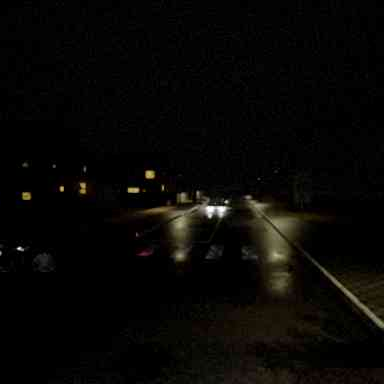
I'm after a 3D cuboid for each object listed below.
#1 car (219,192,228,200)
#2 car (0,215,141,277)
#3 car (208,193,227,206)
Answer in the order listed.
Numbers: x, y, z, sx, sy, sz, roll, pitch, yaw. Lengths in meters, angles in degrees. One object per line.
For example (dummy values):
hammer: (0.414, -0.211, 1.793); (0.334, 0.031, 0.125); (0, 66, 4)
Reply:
car: (5.709, 0.767, 62.609); (1.882, 1.535, 5.008); (0, 1, 7)
car: (-3.530, 1.409, 9.877); (1.994, 1.385, 4.181); (4, 1, 41)
car: (3.154, 1.111, 43.118); (1.895, 1.301, 4.718); (0, 1, 7)
